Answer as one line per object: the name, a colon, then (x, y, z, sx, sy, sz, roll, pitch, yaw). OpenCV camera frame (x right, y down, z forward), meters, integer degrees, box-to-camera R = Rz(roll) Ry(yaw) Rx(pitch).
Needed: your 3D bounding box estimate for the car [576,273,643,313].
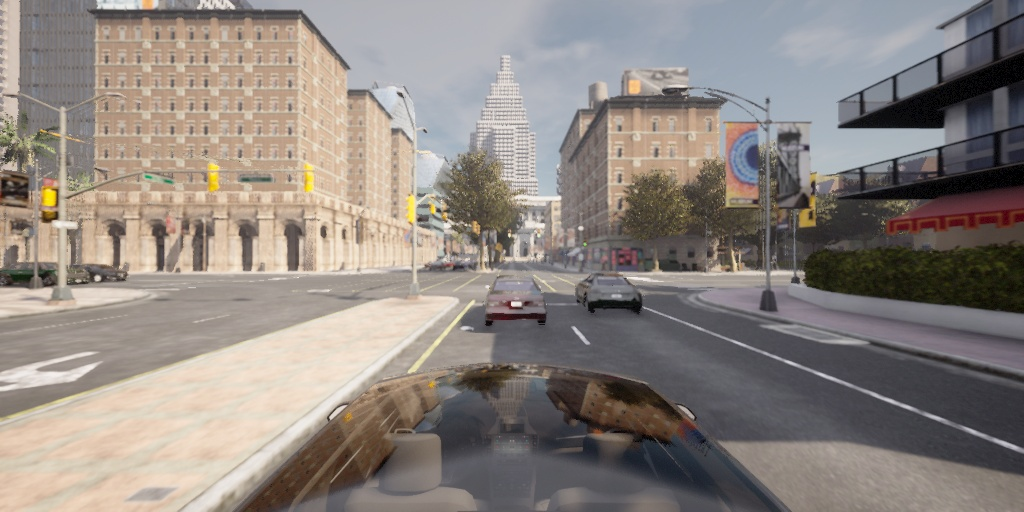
car: (3.757, 1.364, 14.438, 1.994, 1.385, 4.181, 0, 0, 4)

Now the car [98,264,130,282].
car: (-34.163, 1.361, 29.192, 4.892, 1.490, 1.837, 0, 0, 0)

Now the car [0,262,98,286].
car: (-33.324, 1.194, 25.696, 4.553, 1.767, 2.097, 0, 0, 0)

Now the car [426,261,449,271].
car: (-11.575, 1.486, 55.923, 1.812, 1.442, 4.674, 0, 0, 0)

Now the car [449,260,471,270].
car: (-8.074, 1.561, 56.041, 1.895, 1.301, 4.718, 0, 0, 0)

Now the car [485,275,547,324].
car: (0.058, 1.337, 12.059, 2.033, 1.411, 5.357, 0, 0, -1)

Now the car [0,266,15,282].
car: (-44.148, 1.456, 29.177, 4.718, 1.301, 1.895, 0, 0, 0)
